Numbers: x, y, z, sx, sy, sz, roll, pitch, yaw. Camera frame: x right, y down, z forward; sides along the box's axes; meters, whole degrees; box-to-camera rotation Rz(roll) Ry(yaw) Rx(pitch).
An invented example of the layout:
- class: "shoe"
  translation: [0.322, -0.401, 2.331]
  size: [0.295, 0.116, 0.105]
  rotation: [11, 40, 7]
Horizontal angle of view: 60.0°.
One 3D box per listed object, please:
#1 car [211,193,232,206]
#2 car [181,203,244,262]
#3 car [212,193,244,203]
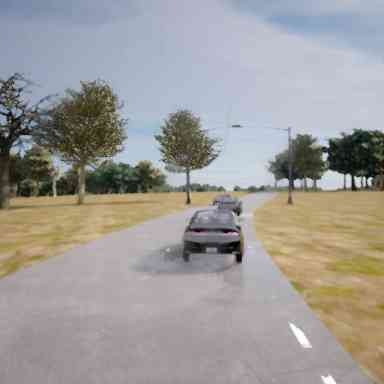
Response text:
- class: "car"
  translation: [3.971, 0.954, 43.568]
  size: [1.837, 1.490, 4.892]
  rotation: [0, 1, 16]
- class: "car"
  translation: [0.772, 1.343, 11.488]
  size: [2.128, 1.511, 4.902]
  rotation: [0, 1, 6]
- class: "car"
  translation: [3.287, 1.127, 28.092]
  size: [2.128, 1.511, 4.902]
  rotation: [0, 1, 12]
